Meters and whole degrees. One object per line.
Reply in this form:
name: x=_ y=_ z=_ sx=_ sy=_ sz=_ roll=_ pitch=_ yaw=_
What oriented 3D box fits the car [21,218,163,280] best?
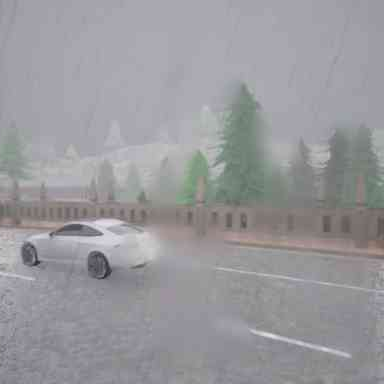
car: x=-3.019 y=1.498 z=9.795 sx=4.674 sy=1.442 sz=1.812 roll=0 pitch=0 yaw=31
